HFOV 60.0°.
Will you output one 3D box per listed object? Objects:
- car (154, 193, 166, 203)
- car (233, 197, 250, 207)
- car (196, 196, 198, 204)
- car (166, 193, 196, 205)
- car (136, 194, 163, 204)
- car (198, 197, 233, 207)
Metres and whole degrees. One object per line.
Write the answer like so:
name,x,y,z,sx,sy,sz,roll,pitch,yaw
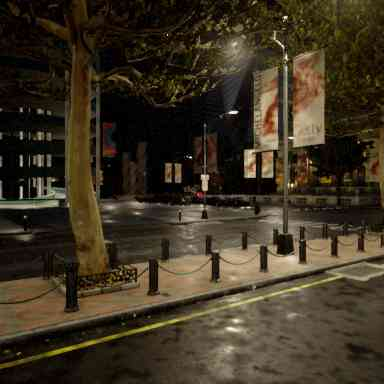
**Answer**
car,-5.758,1.221,67.985,5.566,2.045,2.150,0,0,45
car,6.530,1.547,51.960,2.033,1.411,5.357,0,0,-35
car,0.951,1.526,59.689,1.812,1.442,4.674,0,0,-36
car,-1.967,1.352,57.725,2.097,1.767,4.553,0,0,-37
car,-8.775,1.547,65.828,5.357,1.411,2.033,0,0,43
car,3.472,1.478,50.210,1.882,1.535,5.008,0,0,-35
